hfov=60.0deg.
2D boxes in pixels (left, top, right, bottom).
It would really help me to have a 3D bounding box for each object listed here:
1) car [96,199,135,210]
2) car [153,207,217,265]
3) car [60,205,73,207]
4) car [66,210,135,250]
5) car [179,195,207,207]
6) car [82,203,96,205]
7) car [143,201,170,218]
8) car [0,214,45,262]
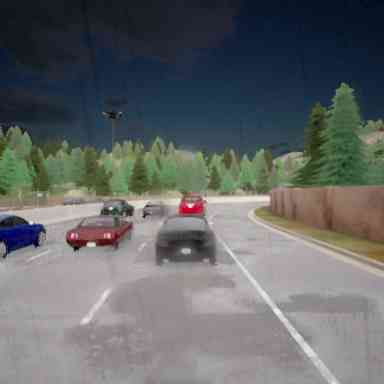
[{"bbox_3d":[-6.812,1.479,30.840,2.097,1.767,4.553,0,0,5],"label":"car"},{"bbox_3d":[-0.215,1.519,11.885,1.882,1.535,5.008,0,0,-1],"label":"car"},{"bbox_3d":[-17.666,1.729,49.960,1.837,1.490,4.892,0,0,15],"label":"car"},{"bbox_3d":[-3.771,1.663,14.518,1.895,1.301,4.718,0,0,-1],"label":"car"},{"bbox_3d":[0.117,1.323,30.322,2.150,2.045,5.566,0,0,6],"label":"car"},{"bbox_3d":[-14.418,1.714,48.537,1.837,1.490,4.892,0,0,15],"label":"car"},{"bbox_3d":[-3.265,1.608,31.172,2.128,1.511,4.902,0,0,6],"label":"car"},{"bbox_3d":[-7.227,1.543,12.380,1.882,1.535,5.008,0,0,-1],"label":"car"}]
